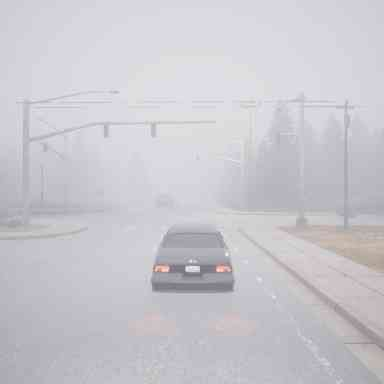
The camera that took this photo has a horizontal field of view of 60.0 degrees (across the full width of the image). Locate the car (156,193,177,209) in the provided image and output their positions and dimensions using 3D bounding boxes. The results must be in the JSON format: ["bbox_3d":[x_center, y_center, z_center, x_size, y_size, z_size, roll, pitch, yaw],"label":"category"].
[{"bbox_3d":[-3.677,1.221,45.653,2.150,2.045,5.566,0,0,0],"label":"car"}]

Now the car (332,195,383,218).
[{"bbox_3d":[15.548,1.248,29.646,5.566,2.045,2.150,0,0,1],"label":"car"}]

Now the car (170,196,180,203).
[{"bbox_3d":[-3.469,1.525,69.051,1.812,1.442,4.674,0,0,1],"label":"car"}]

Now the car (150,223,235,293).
[{"bbox_3d":[0.034,1.545,9.000,2.033,1.411,5.357,0,0,1],"label":"car"}]

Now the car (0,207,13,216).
[{"bbox_3d":[-16.842,1.518,26.473,4.902,1.511,2.128,0,0,1],"label":"car"}]

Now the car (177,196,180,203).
[{"bbox_3d":[-3.665,1.352,55.663,2.097,1.767,4.553,0,0,0],"label":"car"}]
